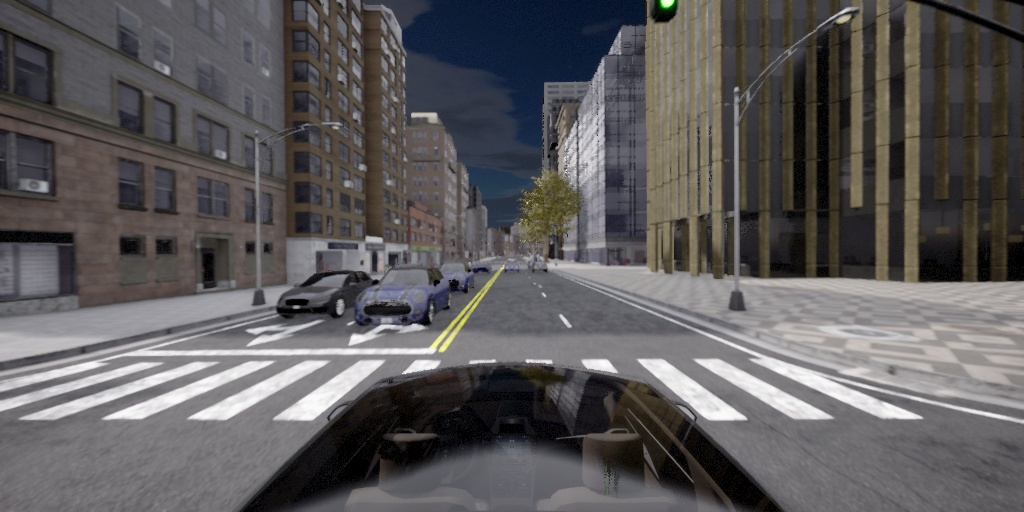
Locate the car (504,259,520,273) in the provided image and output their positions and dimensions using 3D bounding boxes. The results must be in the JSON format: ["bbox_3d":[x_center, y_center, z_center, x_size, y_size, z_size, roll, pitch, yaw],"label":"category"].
[{"bbox_3d":[-0.002,1.274,42.841,2.033,1.411,5.357,0,0,0],"label":"car"}]

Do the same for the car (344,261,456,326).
[{"bbox_3d":[-3.352,1.133,11.822,2.097,1.767,4.553,0,0,0],"label":"car"}]

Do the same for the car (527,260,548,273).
[{"bbox_3d":[3.248,1.247,42.840,2.033,1.411,5.357,0,0,0],"label":"car"}]

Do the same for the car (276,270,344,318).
[{"bbox_3d":[-6.598,1.311,13.399,1.837,1.490,4.892,0,0,0],"label":"car"}]

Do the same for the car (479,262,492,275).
[{"bbox_3d":[-3.322,1.358,39.676,1.895,1.301,4.718,0,0,0],"label":"car"}]

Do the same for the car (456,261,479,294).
[{"bbox_3d":[-3.352,1.128,20.586,2.097,1.767,4.553,0,0,0],"label":"car"}]
